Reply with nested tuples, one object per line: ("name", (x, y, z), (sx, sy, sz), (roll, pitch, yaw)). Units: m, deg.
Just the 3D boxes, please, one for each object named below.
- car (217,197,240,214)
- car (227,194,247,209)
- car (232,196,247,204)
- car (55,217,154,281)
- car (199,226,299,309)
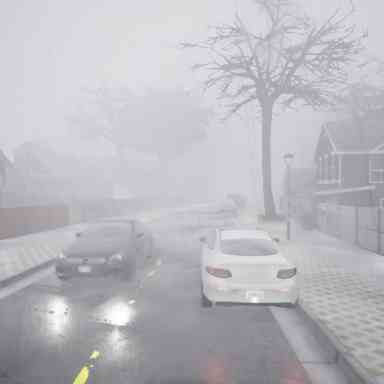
("car", (3.813, 1.527, 35.419), (1.812, 1.442, 4.674), (0, 0, 12))
("car", (5.946, 1.228, 45.254), (2.150, 2.045, 5.566), (0, 0, 15))
("car", (9.222, 1.540, 63.859), (1.812, 1.442, 4.674), (0, 0, 21))
("car", (-2.314, 1.521, 9.976), (1.812, 1.442, 4.674), (0, 0, 4))
("car", (1.146, 1.525, 7.787), (1.812, 1.442, 4.674), (0, 0, 3))
